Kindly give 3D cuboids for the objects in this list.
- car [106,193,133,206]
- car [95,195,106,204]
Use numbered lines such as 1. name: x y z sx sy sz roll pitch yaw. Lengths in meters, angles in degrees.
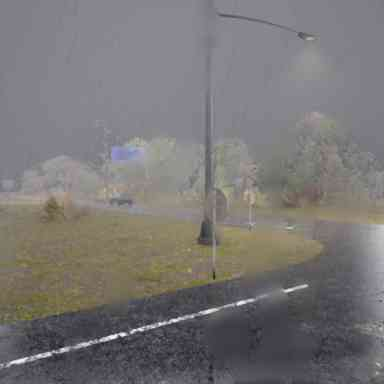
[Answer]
1. car: -11.481 1.124 53.792 2.150 2.045 5.566 0 0 -33
2. car: -16.265 1.379 60.927 2.128 1.511 4.902 0 0 -34
